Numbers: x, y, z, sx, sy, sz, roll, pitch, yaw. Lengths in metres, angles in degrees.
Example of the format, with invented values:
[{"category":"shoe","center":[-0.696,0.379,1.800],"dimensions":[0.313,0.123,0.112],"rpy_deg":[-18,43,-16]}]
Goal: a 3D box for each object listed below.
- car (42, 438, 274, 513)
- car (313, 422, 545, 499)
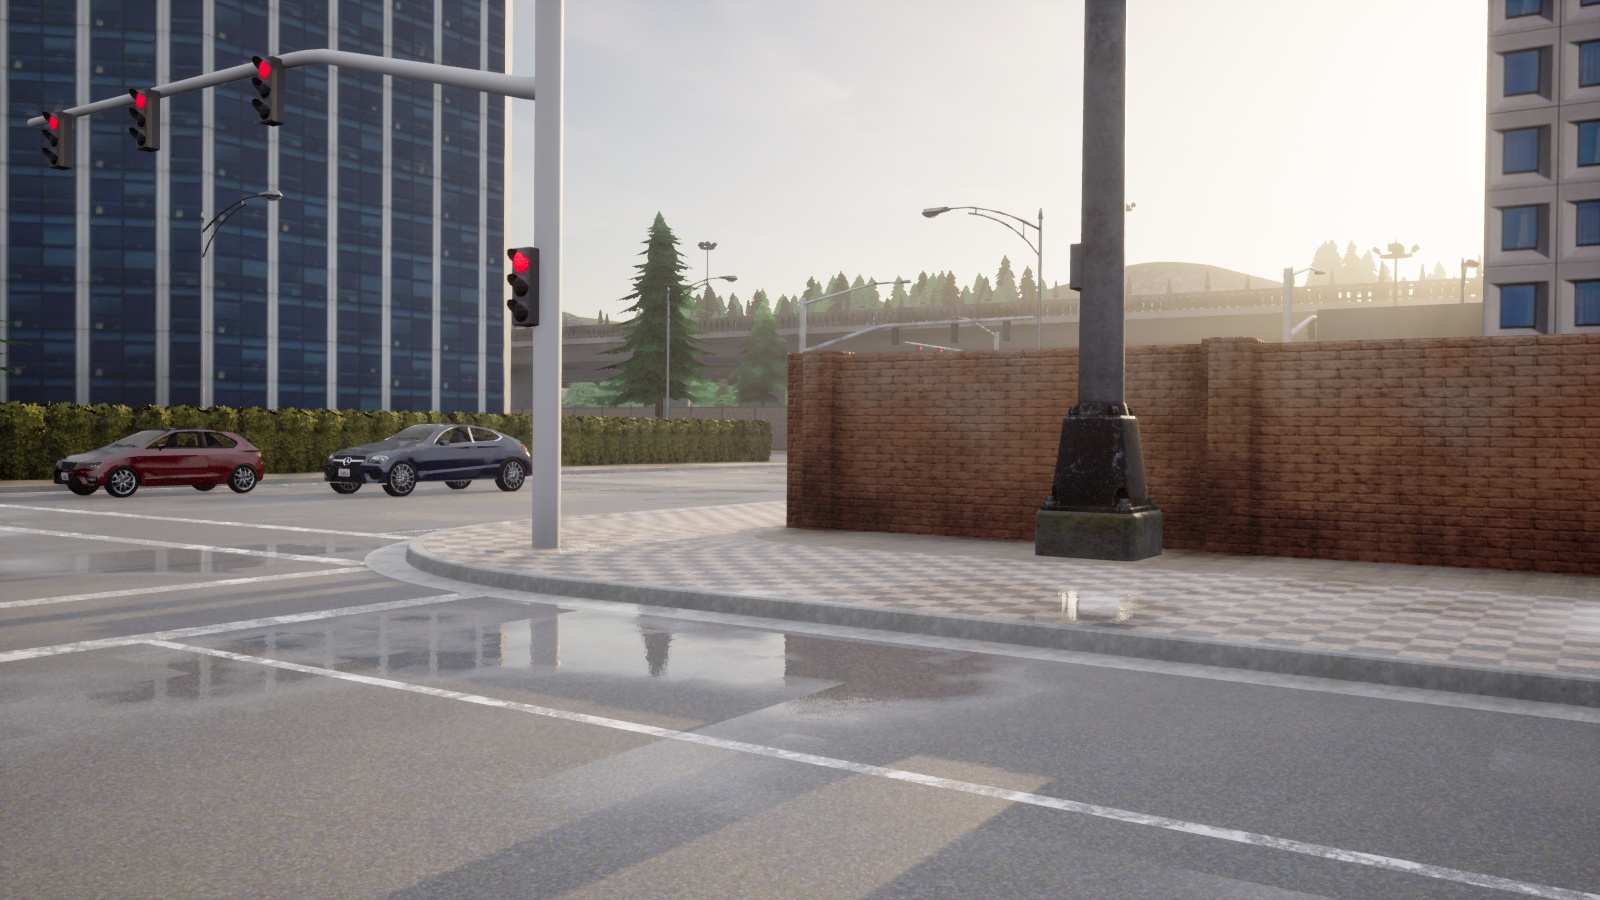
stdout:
[{"category":"car","center":[-14.023,0.494,27.653],"dimensions":[1.816,1.474,4.193],"rpy_deg":[0,1,33]},{"category":"car","center":[-8.596,0.184,29.564],"dimensions":[2.152,1.651,5.027],"rpy_deg":[0,1,33]}]
